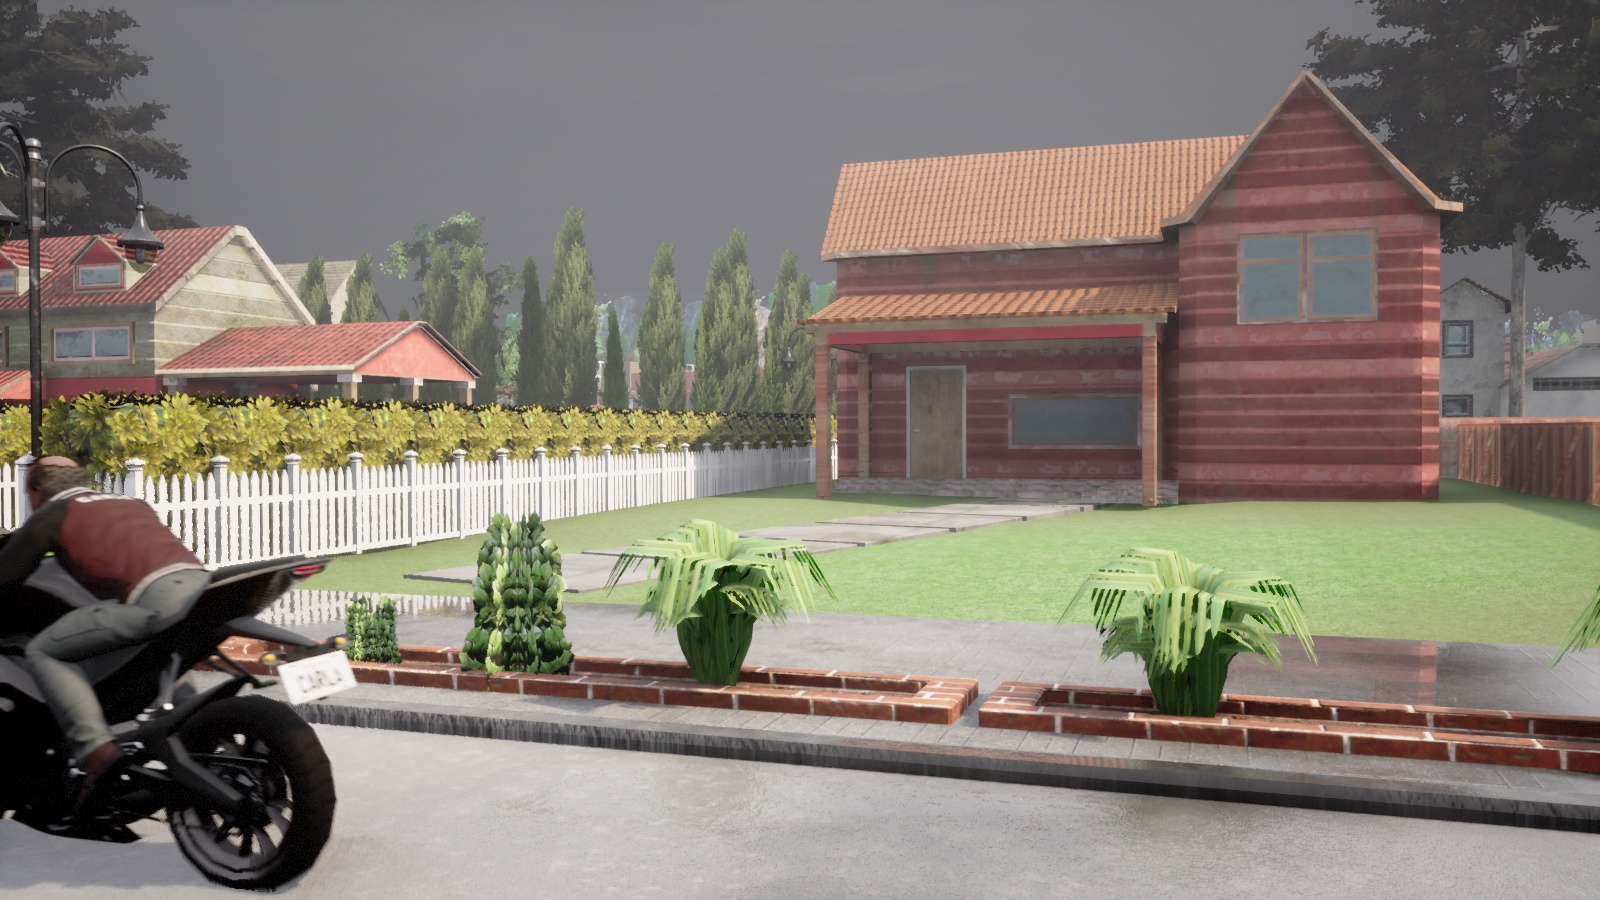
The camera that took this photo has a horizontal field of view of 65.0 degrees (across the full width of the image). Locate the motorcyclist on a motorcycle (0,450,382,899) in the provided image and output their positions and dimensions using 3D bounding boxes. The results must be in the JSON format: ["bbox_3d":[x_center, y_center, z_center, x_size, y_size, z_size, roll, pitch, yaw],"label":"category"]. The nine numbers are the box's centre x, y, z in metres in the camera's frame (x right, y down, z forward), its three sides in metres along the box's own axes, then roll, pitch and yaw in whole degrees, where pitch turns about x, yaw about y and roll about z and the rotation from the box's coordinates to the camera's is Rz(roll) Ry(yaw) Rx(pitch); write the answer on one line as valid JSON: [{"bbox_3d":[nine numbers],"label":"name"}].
[{"bbox_3d":[-2.742,0.777,4.642,2.191,1.530,0.866,1,1,19],"label":"motorcyclist on a motorcycle"}]
